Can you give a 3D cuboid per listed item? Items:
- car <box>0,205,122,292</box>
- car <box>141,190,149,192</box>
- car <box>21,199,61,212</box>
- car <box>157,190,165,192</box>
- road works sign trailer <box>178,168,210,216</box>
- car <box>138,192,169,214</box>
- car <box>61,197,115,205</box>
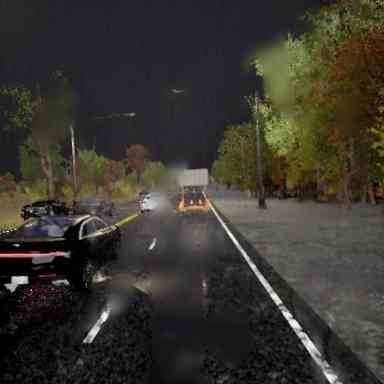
[{"bbox_3d":[-3.086,1.310,8.398,2.128,1.511,4.902,0,1,0],"label":"car"},{"bbox_3d":[-9.046,0.456,63.891,2.128,1.511,4.902,-3,1,2],"label":"car"},{"bbox_3d":[-9.753,1.266,22.697,1.837,1.490,4.892,-2,-9,1],"label":"car"},{"bbox_3d":[-5.832,0.370,62.455,1.812,1.442,4.674,-3,1,2],"label":"car"},{"bbox_3d":[0.151,-0.075,26.094,2.380,3.560,2.880,-3,1,1],"label":"road works sign trailer"},{"bbox_3d":[-2.926,0.953,26.461,1.812,1.442,4.674,-2,-1,1],"label":"car"},{"bbox_3d":[-6.448,1.047,22.079,2.033,1.411,5.357,0,2,0],"label":"car"}]
